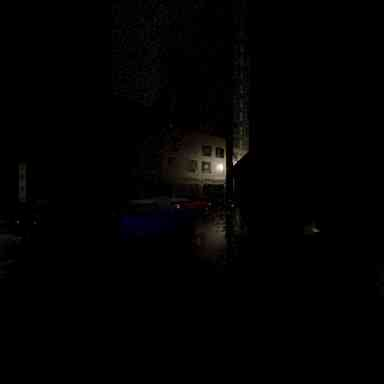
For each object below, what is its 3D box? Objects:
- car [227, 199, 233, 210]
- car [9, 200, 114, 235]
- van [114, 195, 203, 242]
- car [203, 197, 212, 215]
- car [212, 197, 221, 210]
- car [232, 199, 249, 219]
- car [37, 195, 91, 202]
[{"bbox_3d":[5.454,1.070,35.225,2.128,1.511,4.902,0,1,36],"label":"car"},{"bbox_3d":[-6.646,1.383,18.253,2.033,1.411,5.357,0,1,36],"label":"car"},{"bbox_3d":[-1.417,1.208,15.475,1.690,1.788,3.998,1,1,35],"label":"van"},{"bbox_3d":[-0.671,1.061,26.641,2.097,1.767,4.553,0,1,35],"label":"car"},{"bbox_3d":[1.401,1.166,34.130,1.947,1.339,4.313,1,2,35],"label":"car"},{"bbox_3d":[5.090,1.280,24.614,2.008,1.369,4.403,1,1,35],"label":"car"},{"bbox_3d":[-8.360,1.123,20.420,2.192,1.841,5.009,1,1,35],"label":"car"}]
